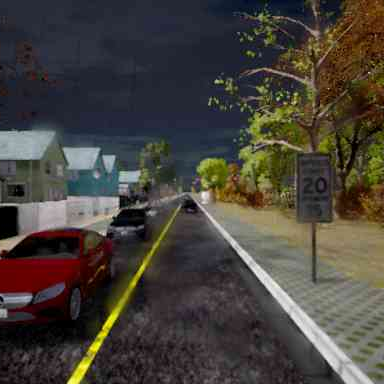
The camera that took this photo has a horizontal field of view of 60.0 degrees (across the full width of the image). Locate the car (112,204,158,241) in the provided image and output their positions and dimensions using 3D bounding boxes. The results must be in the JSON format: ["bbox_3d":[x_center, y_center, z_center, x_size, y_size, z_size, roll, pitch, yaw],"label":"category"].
[{"bbox_3d":[-3.039,1.576,17.184,1.812,1.442,4.674,0,0,-1],"label":"car"}]

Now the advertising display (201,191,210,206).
[{"bbox_3d":[2.345,1.121,56.857,1.540,2.440,0.280,0,0,-1],"label":"advertising display"}]

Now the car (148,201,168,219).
[{"bbox_3d":[-3.174,1.564,29.556,2.128,1.511,4.902,0,0,0],"label":"car"}]

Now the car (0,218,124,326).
[{"bbox_3d":[-2.924,1.558,7.286,1.812,1.442,4.674,0,0,-1],"label":"car"}]

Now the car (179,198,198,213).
[{"bbox_3d":[-0.365,1.578,37.794,1.837,1.490,4.892,0,0,-2],"label":"car"}]

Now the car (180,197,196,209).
[{"bbox_3d":[-0.561,1.588,48.542,2.128,1.511,4.902,0,0,-1],"label":"car"}]
